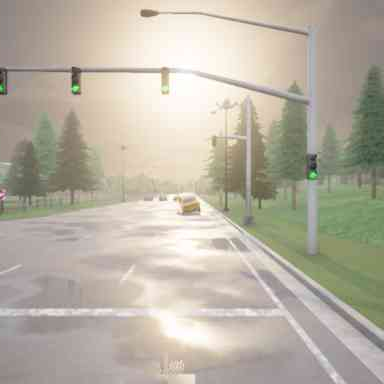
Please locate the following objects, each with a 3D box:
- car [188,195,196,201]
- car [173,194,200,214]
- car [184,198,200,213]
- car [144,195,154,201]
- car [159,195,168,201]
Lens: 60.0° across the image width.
[{"bbox_3d":[-0.034,1.545,81.302,1.994,1.385,4.181,0,0,0],"label":"car"},{"bbox_3d":[-0.466,1.069,36.338,1.882,1.535,5.008,-14,15,-6],"label":"car"},{"bbox_3d":[0.023,1.560,39.853,1.812,1.442,4.674,0,2,0],"label":"car"},{"bbox_3d":[-10.534,1.533,81.297,2.033,1.411,5.357,0,0,0],"label":"car"},{"bbox_3d":[-7.034,1.533,81.299,2.033,1.411,5.357,0,0,0],"label":"car"}]
